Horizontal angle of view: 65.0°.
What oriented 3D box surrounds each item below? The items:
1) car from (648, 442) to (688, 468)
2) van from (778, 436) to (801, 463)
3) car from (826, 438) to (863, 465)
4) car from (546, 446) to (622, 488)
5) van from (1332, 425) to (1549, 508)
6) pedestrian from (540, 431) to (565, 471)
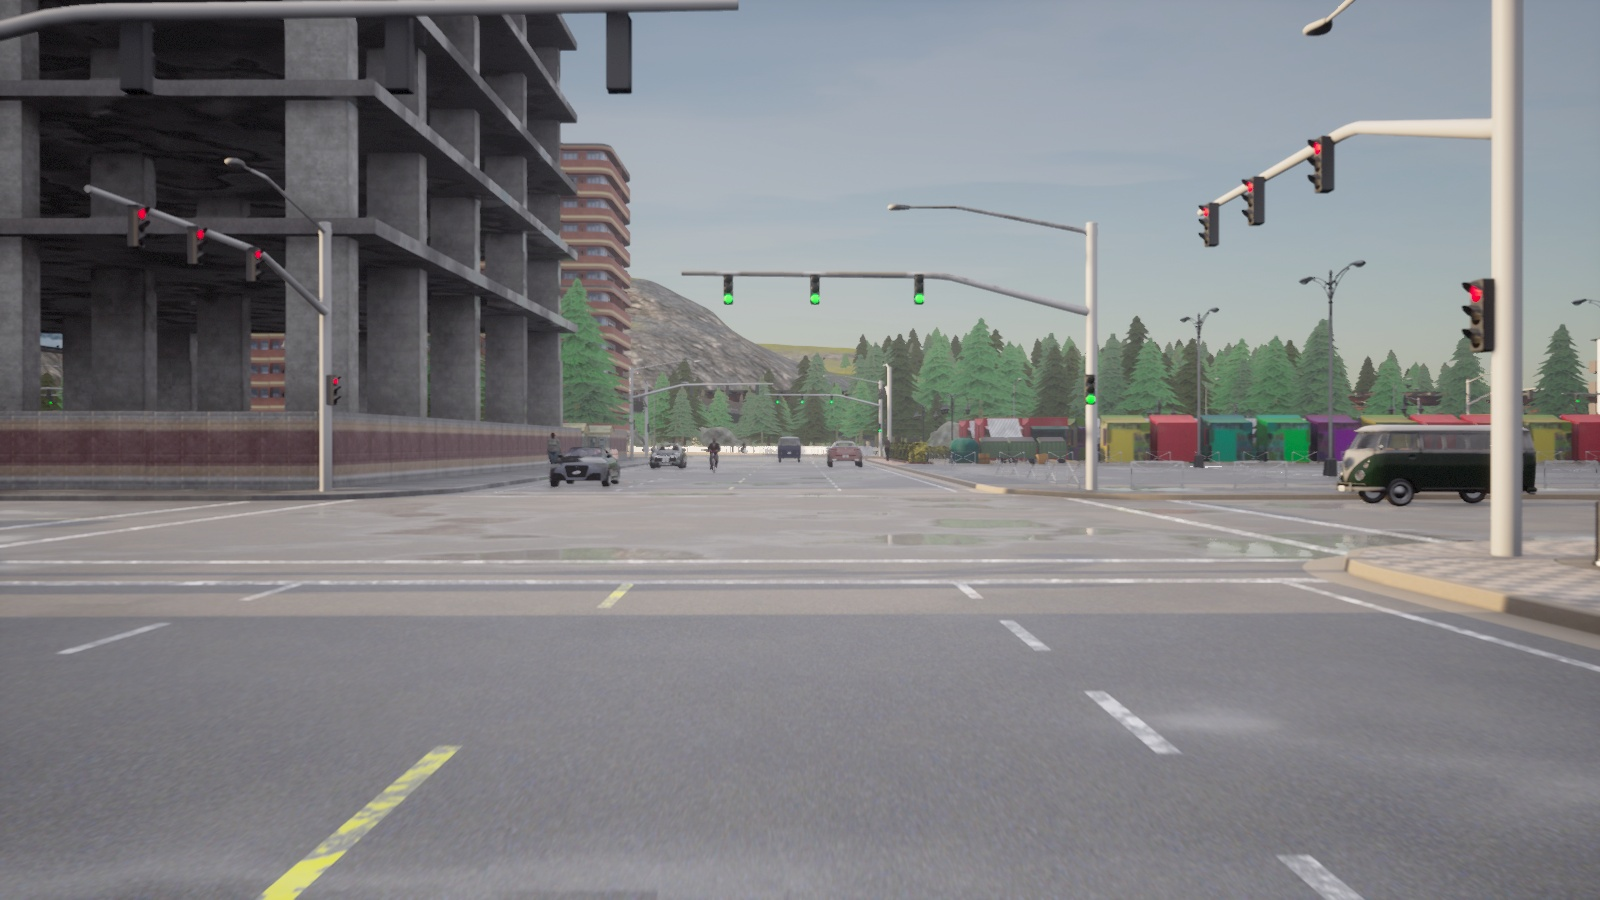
[{"bbox_3d":[-7.679,0.293,73.214,1.970,1.475,3.806,0,0,0],"label":"car"},{"bbox_3d":[-0.806,-0.047,96.843,1.775,1.987,4.442,0,0,0],"label":"van"},{"bbox_3d":[2.789,0.081,79.225,2.152,1.651,5.027,0,0,0],"label":"car"},{"bbox_3d":[-7.525,0.556,44.130,1.994,1.385,4.181,0,0,0],"label":"car"},{"bbox_3d":[15.717,0.393,30.968,4.442,1.987,1.775,0,0,0],"label":"van"},{"bbox_3d":[-11.522,0.061,58.579,0.874,1.855,0.900,0,0,10],"label":"pedestrian"}]
